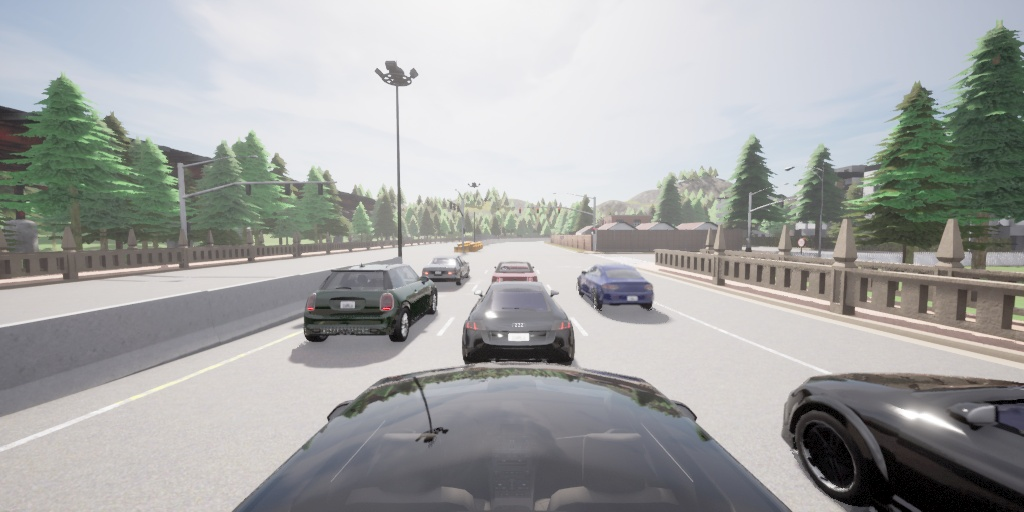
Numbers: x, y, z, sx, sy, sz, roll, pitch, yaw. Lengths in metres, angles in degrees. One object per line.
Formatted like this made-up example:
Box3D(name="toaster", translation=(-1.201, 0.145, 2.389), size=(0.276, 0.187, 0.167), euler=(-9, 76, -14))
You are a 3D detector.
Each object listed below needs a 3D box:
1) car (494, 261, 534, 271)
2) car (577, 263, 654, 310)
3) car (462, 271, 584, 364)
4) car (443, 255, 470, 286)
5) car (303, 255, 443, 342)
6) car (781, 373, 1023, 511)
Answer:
Box3D(name="car", translation=(0.108, 0.861, 16.544), size=(1.895, 1.301, 4.718), euler=(0, 3, 0))
Box3D(name="car", translation=(3.606, 0.978, 13.024), size=(1.812, 1.442, 4.674), euler=(0, 3, 0))
Box3D(name="car", translation=(0.105, 1.223, 7.782), size=(1.994, 1.385, 4.181), euler=(0, 2, 0))
Box3D(name="car", translation=(-3.390, 0.671, 18.960), size=(2.033, 1.411, 5.357), euler=(0, 3, 0))
Box3D(name="car", translation=(-3.396, 0.958, 9.538), size=(2.097, 1.767, 4.553), euler=(0, 2, 0))
Box3D(name="car", translation=(3.591, 1.315, 1.725), size=(1.994, 1.385, 4.181), euler=(0, 0, 0))
